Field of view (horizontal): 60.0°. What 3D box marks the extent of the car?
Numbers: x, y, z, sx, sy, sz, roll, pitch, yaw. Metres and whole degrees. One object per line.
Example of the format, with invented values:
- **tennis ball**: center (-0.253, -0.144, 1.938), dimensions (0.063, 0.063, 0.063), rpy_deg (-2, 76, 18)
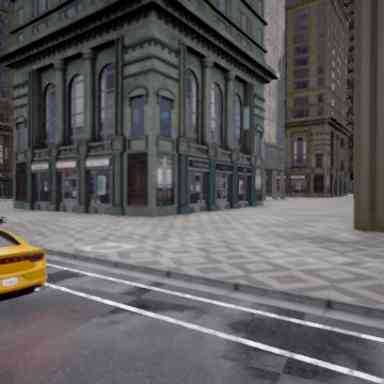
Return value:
- **car**: center (-5.300, 1.470, 7.464), dimensions (5.008, 1.535, 1.882), rpy_deg (0, 0, 35)
